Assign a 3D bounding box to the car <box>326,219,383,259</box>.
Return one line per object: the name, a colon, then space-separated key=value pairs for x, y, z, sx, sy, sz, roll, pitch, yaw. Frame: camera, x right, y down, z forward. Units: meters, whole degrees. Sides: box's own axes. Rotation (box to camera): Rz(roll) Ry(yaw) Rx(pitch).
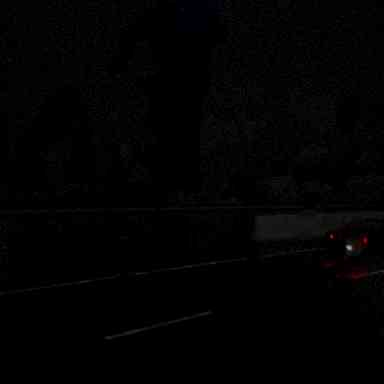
car: x=7.552 y=1.723 z=13.152 sx=4.718 sy=1.301 sz=1.895 roll=1 pitch=0 yaw=-32
